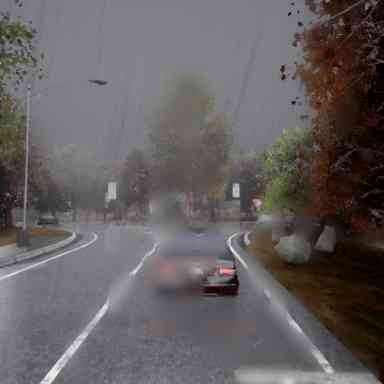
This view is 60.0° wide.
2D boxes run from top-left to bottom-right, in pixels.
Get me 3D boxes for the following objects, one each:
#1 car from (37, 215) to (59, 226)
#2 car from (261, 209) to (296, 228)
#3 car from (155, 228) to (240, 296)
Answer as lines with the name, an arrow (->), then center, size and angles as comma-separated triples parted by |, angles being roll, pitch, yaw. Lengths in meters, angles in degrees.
car -> -19.149, 3.797, 44.428 | 2.033, 1.411, 5.357 | 1, -4, -12
car -> 9.946, 3.041, 38.123 | 2.150, 2.045, 5.566 | -3, -5, 40
car -> 0.146, 1.679, 8.991 | 2.033, 1.411, 5.357 | 0, -2, 1
